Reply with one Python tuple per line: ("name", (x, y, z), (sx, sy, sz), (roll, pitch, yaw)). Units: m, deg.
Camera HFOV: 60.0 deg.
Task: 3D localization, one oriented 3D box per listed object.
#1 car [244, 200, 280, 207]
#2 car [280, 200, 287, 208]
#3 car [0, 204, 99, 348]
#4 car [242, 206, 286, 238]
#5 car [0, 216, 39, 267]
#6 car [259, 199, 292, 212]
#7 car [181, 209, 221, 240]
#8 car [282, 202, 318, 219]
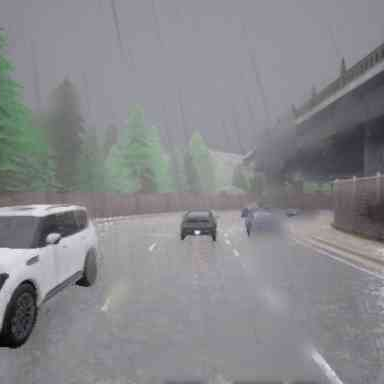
("car", (7.038, 1.798, 34.832), (2.097, 1.767, 4.553), (0, -1, 36))
("car", (13.537, 2.145, 45.421), (4.181, 1.385, 1.994), (0, -1, -31))
("car", (-3.578, 1.309, 6.777), (2.150, 2.045, 5.566), (0, -1, 0))
("car", (4.104, 1.776, 19.492), (1.812, 1.442, 4.674), (0, -1, 7))
("car", (-6.980, 1.641, 10.639), (1.837, 1.490, 4.892), (0, -1, 2))
("car", (12.260, 1.975, 48.673), (4.553, 1.767, 2.097), (0, -1, -29))
("car", (0.489, 1.742, 18.527), (1.837, 1.490, 4.892), (0, -1, 5))
("car", (11.596, 2.010, 34.828), (1.994, 1.385, 4.181), (-1, -1, 43))
